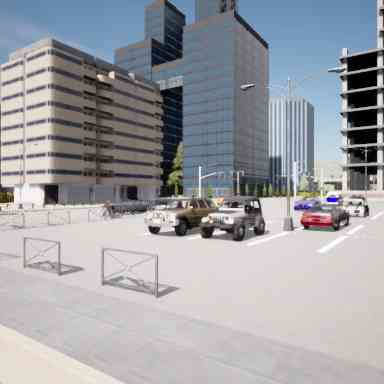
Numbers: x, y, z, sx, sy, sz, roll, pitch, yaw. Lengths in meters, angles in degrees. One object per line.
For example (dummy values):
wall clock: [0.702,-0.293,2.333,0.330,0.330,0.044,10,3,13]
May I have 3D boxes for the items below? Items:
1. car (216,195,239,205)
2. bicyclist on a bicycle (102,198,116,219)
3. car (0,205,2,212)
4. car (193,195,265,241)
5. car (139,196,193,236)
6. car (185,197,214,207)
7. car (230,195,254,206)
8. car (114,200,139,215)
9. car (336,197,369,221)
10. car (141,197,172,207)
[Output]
car: [6.281,1.351,58.820,2.097,1.767,4.553,0,0,34]
bicyclist on a bicycle: [-6.582,1.302,26.262,1.656,1.620,0.582,0,0,34]
car: [-20.540,1.525,31.403,1.812,1.442,4.674,0,0,33]
car: [2.037,1.156,15.653,1.905,1.878,3.866,0,0,34]
car: [-0.334,1.153,17.314,1.932,1.855,4.605,0,0,34]
car: [1.247,1.491,51.185,2.128,1.511,4.902,0,0,34]
car: [8.380,1.352,55.506,2.097,1.767,4.553,0,0,34]
car: [-5.726,1.547,34.369,2.033,1.411,5.357,0,0,34]
car: [14.033,1.395,28.634,1.970,1.475,3.806,0,0,34]
car: [-5.639,1.547,53.673,2.033,1.411,5.357,0,0,34]
